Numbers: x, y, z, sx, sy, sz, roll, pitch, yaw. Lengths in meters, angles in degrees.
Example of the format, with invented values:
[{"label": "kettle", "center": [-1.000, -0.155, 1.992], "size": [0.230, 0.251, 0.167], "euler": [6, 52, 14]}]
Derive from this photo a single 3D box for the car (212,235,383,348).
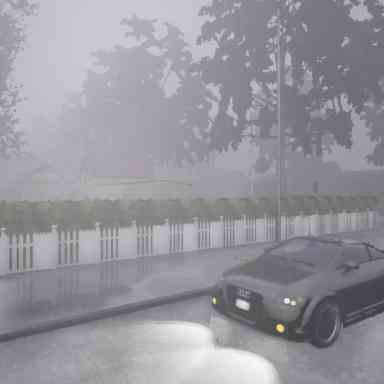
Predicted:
[{"label": "car", "center": [2.409, 1.564, 6.320], "size": [4.181, 1.385, 1.994], "euler": [0, 0, -35]}]
